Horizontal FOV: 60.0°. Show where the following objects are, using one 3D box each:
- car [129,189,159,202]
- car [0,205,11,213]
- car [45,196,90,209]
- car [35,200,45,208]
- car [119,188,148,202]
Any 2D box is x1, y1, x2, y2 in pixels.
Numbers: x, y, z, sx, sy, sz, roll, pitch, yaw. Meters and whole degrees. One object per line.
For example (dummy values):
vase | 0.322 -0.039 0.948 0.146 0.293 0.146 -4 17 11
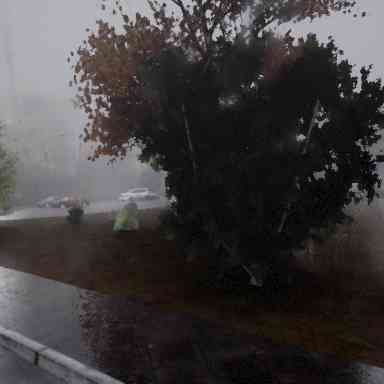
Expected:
car | -7.168 0.810 52.764 1.812 1.442 4.674 0 3 39
car | -21.715 1.646 34.685 1.895 1.301 4.718 0 1 39
car | -15.501 1.306 42.418 1.882 1.535 5.008 0 2 39
car | -18.358 1.349 44.450 1.837 1.490 4.892 0 2 39
car | -9.519 0.478 55.426 2.150 2.045 5.566 0 4 39
